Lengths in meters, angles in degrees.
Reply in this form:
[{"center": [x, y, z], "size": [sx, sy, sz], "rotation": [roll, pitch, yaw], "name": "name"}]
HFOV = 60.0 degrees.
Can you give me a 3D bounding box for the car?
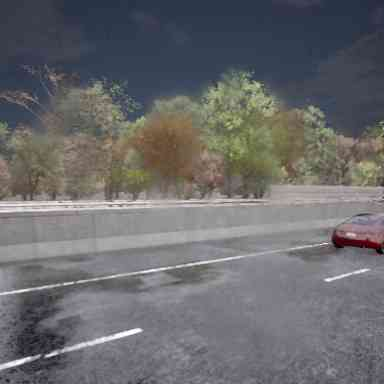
[{"center": [7.571, 1.564, 13.568], "size": [4.181, 1.385, 1.994], "rotation": [0, 0, -35], "name": "car"}]
